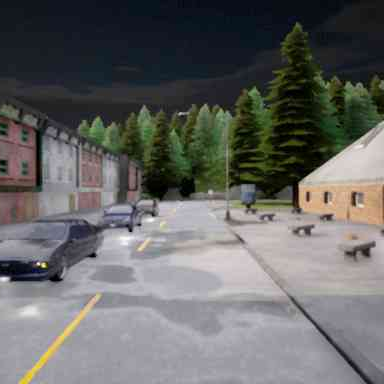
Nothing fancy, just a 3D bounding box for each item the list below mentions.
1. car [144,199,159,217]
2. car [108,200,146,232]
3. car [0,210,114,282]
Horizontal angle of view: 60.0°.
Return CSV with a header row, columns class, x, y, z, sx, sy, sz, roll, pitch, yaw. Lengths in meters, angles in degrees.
class,x,y,z,sx,sy,sz,roll,pitch,yaw
car,-4.039,1.399,29.784,1.812,1.442,4.674,0,0,1
car,-4.076,1.443,19.498,1.812,1.442,4.674,0,0,0
car,-4.078,1.505,9.885,2.033,1.411,5.357,0,0,0
